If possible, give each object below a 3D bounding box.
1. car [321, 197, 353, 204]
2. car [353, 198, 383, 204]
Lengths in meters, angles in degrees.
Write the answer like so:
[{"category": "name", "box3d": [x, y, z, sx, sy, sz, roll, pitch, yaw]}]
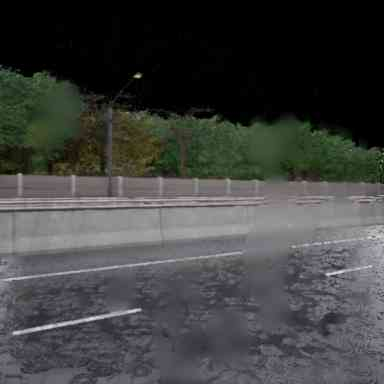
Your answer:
[{"category": "car", "box3d": [15.096, 1.293, 33.841, 4.902, 1.511, 2.128, 0, 0, -30]}, {"category": "car", "box3d": [18.041, 1.330, 31.500, 4.902, 1.511, 2.128, 0, 0, -30]}]
